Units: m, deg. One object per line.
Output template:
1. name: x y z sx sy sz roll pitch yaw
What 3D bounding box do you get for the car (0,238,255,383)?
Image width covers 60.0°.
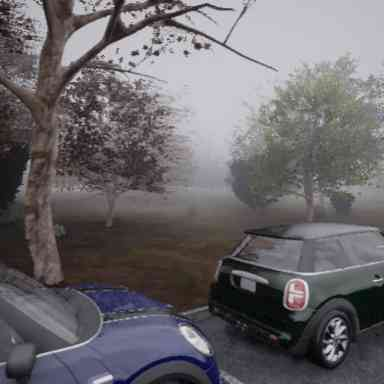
1. car: -1.959 1.355 2.662 4.553 1.767 2.185 0 0 -33

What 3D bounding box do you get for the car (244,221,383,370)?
1. car: 2.576 1.329 5.897 4.553 1.767 2.185 0 0 -33
